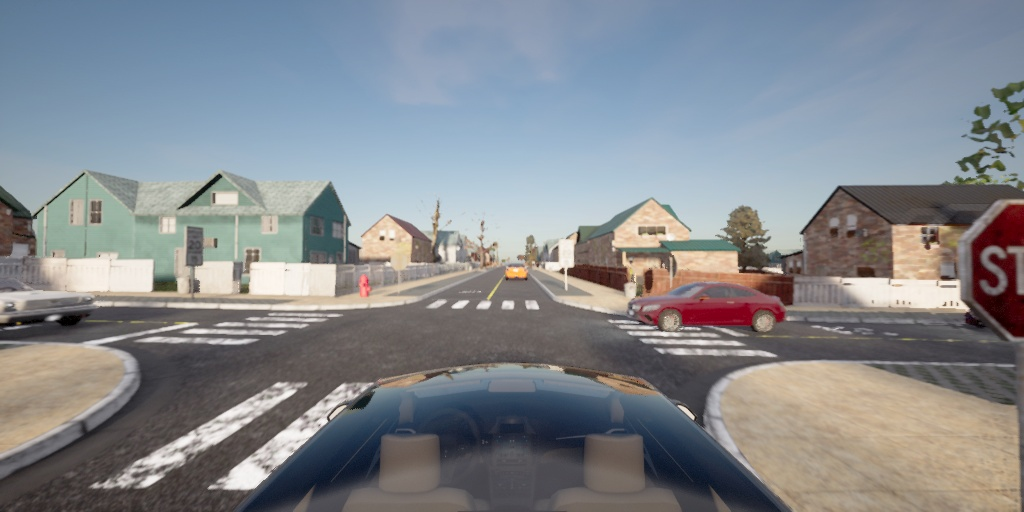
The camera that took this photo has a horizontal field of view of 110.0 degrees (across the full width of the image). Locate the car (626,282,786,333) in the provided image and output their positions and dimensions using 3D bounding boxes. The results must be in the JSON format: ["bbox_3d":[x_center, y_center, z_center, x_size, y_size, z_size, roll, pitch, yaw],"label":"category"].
[{"bbox_3d":[5.994,1.533,11.237,4.674,1.442,1.812,1,-1,-4],"label":"car"}]

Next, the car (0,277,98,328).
[{"bbox_3d":[-13.316,1.151,8.789,4.718,1.301,1.895,1,-1,2],"label":"car"}]

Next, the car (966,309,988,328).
[{"bbox_3d":[17.736,1.607,11.458,4.553,1.767,2.097,1,-1,1],"label":"car"}]

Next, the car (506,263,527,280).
[{"bbox_3d":[0.448,1.464,36.469,2.097,1.767,4.553,0,-1,1],"label":"car"}]
